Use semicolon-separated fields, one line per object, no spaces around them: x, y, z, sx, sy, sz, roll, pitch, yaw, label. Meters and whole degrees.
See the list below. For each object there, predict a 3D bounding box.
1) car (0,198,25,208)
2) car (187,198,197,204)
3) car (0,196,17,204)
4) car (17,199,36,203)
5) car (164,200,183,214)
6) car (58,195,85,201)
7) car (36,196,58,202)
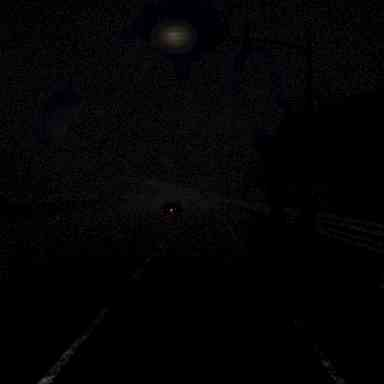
-29.647;1.810;54.428;1.837;1.490;4.892;0;-1;2;car
-0.413;2.538;86.821;2.033;1.411;5.357;0;-1;2;car
-20.041;1.366;32.584;2.150;2.045;5.566;0;0;2;car
-26.176;1.858;53.650;1.994;1.385;4.181;0;-1;2;car
-2.195;1.741;39.228;1.837;1.490;4.892;0;0;2;car
-19.146;1.532;54.201;2.150;2.045;5.566;0;-1;2;car
-22.641;1.640;54.385;2.150;2.045;5.566;0;-1;2;car
